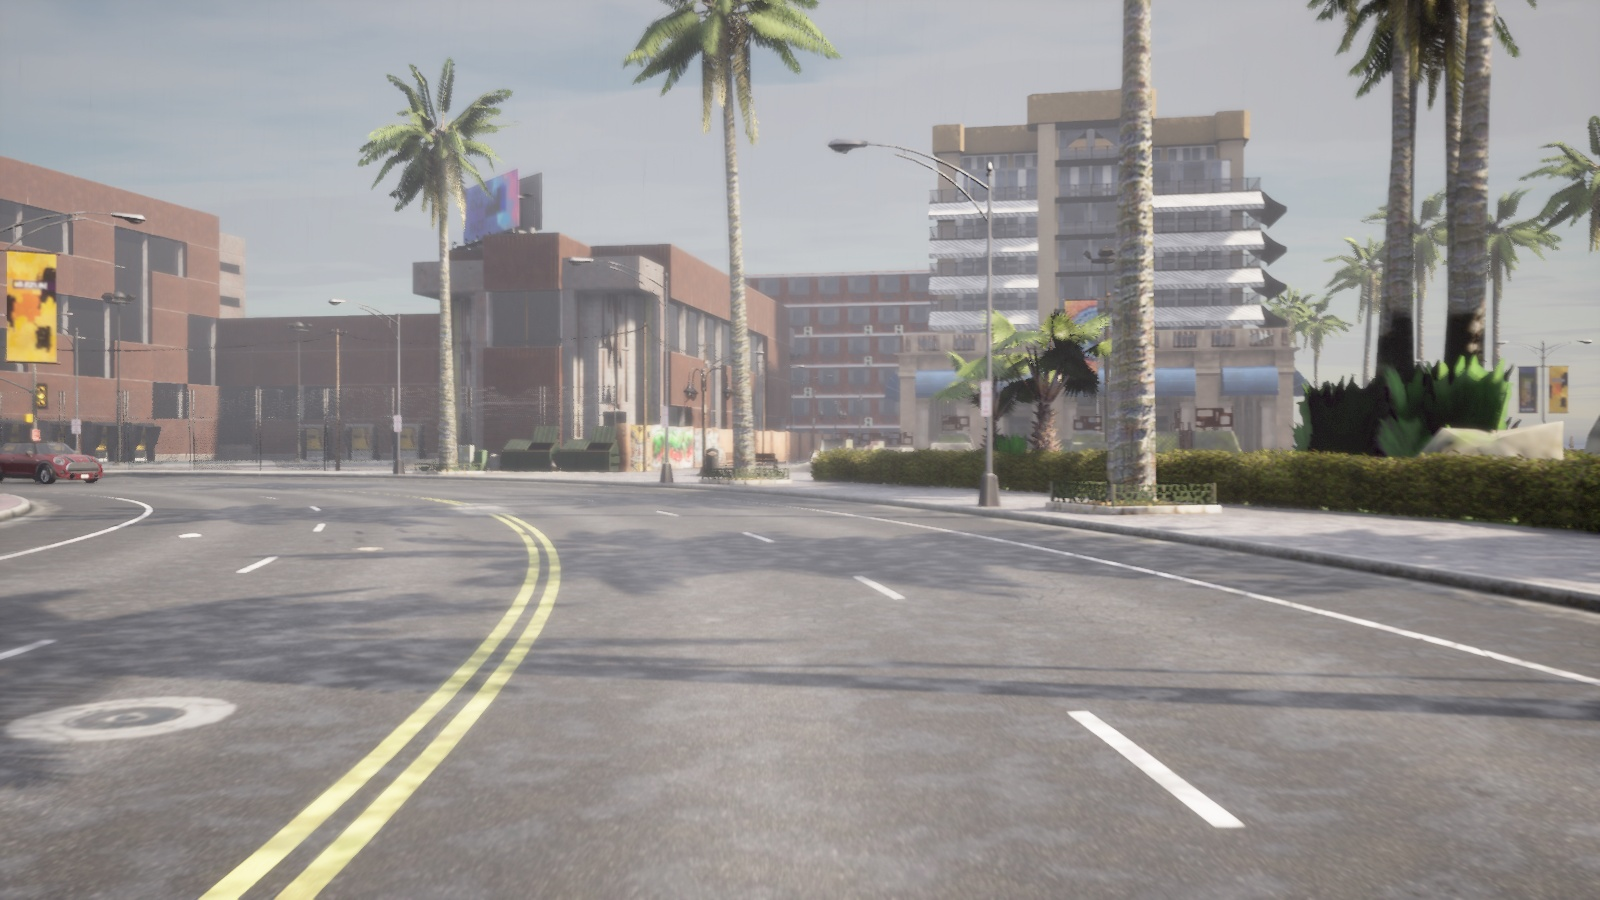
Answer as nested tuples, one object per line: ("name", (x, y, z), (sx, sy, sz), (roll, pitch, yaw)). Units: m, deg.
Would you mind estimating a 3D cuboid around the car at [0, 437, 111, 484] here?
("car", (-29.809, 0.385, 49.715), (4.553, 1.767, 2.097), (0, 0, 24))
